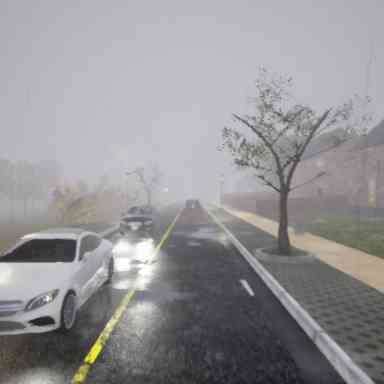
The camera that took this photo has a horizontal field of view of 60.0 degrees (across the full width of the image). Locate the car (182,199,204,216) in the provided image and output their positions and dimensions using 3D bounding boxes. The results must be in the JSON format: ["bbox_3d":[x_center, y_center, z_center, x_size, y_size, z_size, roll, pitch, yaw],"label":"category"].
[{"bbox_3d":[0.090,1.438,33.501,2.097,1.767,4.553,0,0,0],"label":"car"}]

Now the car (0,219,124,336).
[{"bbox_3d":[-2.854,1.542,6.893,1.812,1.442,4.674,0,0,0],"label":"car"}]

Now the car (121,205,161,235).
[{"bbox_3d":[-2.843,1.538,18.996,2.128,1.511,4.902,0,0,0],"label":"car"}]

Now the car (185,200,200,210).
[{"bbox_3d":[0.084,1.725,45.374,1.895,1.301,4.718,0,0,0],"label":"car"}]
